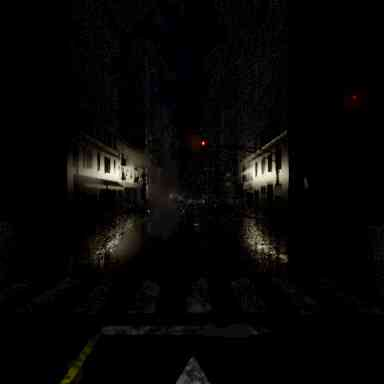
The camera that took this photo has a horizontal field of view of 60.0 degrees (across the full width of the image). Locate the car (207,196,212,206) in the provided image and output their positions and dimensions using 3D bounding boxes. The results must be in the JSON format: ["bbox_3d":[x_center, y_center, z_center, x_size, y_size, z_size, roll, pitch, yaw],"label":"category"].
[{"bbox_3d":[3.166,1.514,39.820,1.887,1.381,4.507,1,0,1],"label":"car"}]

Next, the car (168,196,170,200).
[{"bbox_3d":[-4.935,1.469,67.420,1.752,1.417,4.829,1,0,1],"label":"car"}]

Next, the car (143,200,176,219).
[{"bbox_3d":[-2.684,1.595,28.594,1.895,1.301,4.718,0,0,1],"label":"car"}]

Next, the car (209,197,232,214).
[{"bbox_3d":[3.081,1.540,34.290,1.947,1.339,4.313,1,0,1],"label":"car"}]

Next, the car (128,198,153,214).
[{"bbox_3d":[-5.444,1.557,34.418,1.802,1.307,4.206,1,0,1],"label":"car"}]

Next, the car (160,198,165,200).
[{"bbox_3d":[-5.274,1.516,45.475,2.008,1.369,4.403,1,0,1],"label":"car"}]

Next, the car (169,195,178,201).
[{"bbox_3d":[-4.677,1.491,84.175,1.947,1.339,4.313,1,0,1],"label":"car"}]

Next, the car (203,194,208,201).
[{"bbox_3d":[3.507,1.514,61.940,1.947,1.339,4.313,1,0,1],"label":"car"}]

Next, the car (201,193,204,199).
[{"bbox_3d":[3.677,1.487,73.001,2.008,1.369,4.403,1,0,1],"label":"car"}]

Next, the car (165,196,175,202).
[{"bbox_3d":[-4.848,1.503,73.118,1.947,1.339,4.313,1,0,1],"label":"car"}]

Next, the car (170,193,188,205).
[{"bbox_3d":[-2.223,1.458,58.470,2.128,1.511,4.902,0,0,1],"label":"car"}]

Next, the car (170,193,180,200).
[{"bbox_3d":[-4.589,1.233,89.704,2.192,1.841,5.009,1,0,1],"label":"car"}]

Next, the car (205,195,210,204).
[{"bbox_3d":[3.251,1.515,45.350,2.008,1.369,4.403,1,0,1],"label":"car"}]

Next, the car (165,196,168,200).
[{"bbox_3d":[-5.188,1.505,51.003,1.887,1.381,4.507,1,0,1],"label":"car"}]

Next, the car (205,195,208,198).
[{"bbox_3d":[3.336,1.504,50.880,1.887,1.381,4.507,1,0,1],"label":"car"}]

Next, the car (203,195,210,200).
[{"bbox_3d":[3.933,1.499,89.591,1.802,1.307,4.206,1,0,1],"label":"car"}]

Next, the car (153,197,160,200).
[{"bbox_3d":[-5.359,1.536,39.946,1.947,1.339,4.313,1,0,1],"label":"car"}]
